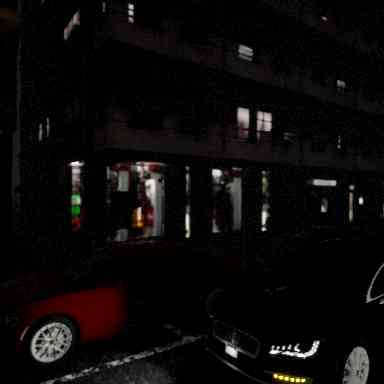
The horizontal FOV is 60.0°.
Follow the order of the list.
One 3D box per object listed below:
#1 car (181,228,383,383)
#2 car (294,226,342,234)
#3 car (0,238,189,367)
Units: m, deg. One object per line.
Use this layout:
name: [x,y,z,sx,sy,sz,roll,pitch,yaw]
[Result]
car: [2.414,1.525,5.098,4.892,1.490,1.837,0,0,-35]
car: [3.535,1.616,9.078,4.206,1.307,1.802,0,0,-36]
car: [-1.091,1.555,5.778,4.507,1.381,1.887,0,0,-35]
